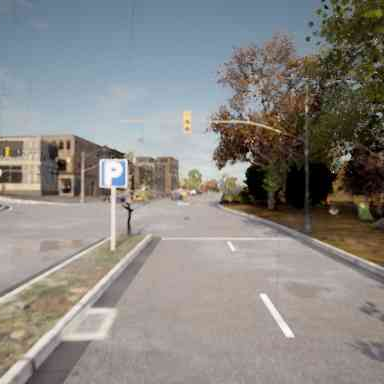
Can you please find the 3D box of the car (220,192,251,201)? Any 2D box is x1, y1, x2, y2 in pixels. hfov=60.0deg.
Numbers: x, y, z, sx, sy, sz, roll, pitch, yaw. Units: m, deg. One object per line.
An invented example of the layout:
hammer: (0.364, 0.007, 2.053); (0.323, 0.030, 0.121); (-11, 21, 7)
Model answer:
car: (8.042, 0.789, 61.320); (5.366, 1.575, 1.946); (0, 0, -13)

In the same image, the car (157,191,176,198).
car: (-6.846, 0.633, 88.604); (5.008, 1.535, 2.097); (-1, 1, -11)

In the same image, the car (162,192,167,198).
car: (-8.653, 0.766, 76.655); (4.674, 1.452, 2.002); (-1, 1, -12)

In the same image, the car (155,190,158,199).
car: (-9.817, 0.836, 67.668); (4.674, 1.452, 2.002); (-1, 1, -13)

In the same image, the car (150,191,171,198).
car: (-7.796, 0.680, 82.641); (5.008, 1.535, 2.097); (-1, 0, -12)

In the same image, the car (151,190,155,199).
car: (-10.182, 0.821, 64.672); (4.892, 1.521, 2.231); (-1, 0, -14)

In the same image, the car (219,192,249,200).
car: (8.017, 0.762, 64.171); (5.366, 1.575, 1.946); (0, 1, -13)

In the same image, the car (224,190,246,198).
car: (10.152, 0.518, 78.899); (4.553, 1.767, 2.185); (0, 1, -11)

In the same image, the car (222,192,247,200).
car: (8.542, 0.782, 67.160); (4.674, 1.452, 2.002); (0, 0, -13)

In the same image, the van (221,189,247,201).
van: (7.137, 0.613, 55.353); (4.442, 1.987, 1.878); (0, 1, -14)

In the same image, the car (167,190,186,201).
car: (-2.823, 0.866, 60.333); (1.837, 1.490, 4.892); (0, 1, 6)

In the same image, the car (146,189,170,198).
car: (-8.210, 0.451, 79.660); (5.566, 2.045, 2.435); (-1, 0, -12)

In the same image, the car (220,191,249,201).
car: (7.513, 0.690, 58.324); (4.553, 1.767, 2.185); (0, 0, -14)

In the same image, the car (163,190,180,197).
car: (-5.819, 0.460, 94.562); (4.553, 1.767, 2.185); (-1, 1, -10)

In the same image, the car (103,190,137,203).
car: (-11.584, 0.947, 52.713); (4.792, 1.488, 2.163); (-1, 1, -15)

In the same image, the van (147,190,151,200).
van: (-10.403, 0.615, 61.698); (4.442, 1.987, 1.878); (-1, 0, -14)

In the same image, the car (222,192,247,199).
car: (8.908, 0.757, 70.098); (4.674, 1.452, 2.002); (0, 0, -12)

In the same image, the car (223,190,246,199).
car: (9.267, 0.567, 73.028); (4.553, 1.767, 2.185); (0, 0, -12)

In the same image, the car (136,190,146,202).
car: (-10.947, 0.882, 55.707); (5.366, 1.575, 1.946); (-1, 0, -15)

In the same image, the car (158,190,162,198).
car: (-9.453, 0.813, 70.671); (4.674, 1.452, 2.002); (-1, 0, -13)
